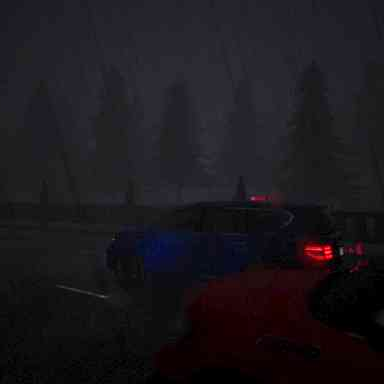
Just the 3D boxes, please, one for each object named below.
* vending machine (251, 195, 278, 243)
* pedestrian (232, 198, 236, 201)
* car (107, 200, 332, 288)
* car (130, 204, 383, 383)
[{"bbox_3d":[3.324,1.195,15.244,0.880,2.100,1.100,0,0,32],"label":"vending machine"},{"bbox_3d":[1.824,1.141,14.450,0.375,1.860,0.375,0,0,32],"label":"pedestrian"},{"bbox_3d":[0.554,1.219,7.681,5.566,2.045,2.150,0,0,33],"label":"car"},{"bbox_3d":[2.363,1.219,2.264,5.566,2.045,2.150,0,0,35],"label":"car"}]
